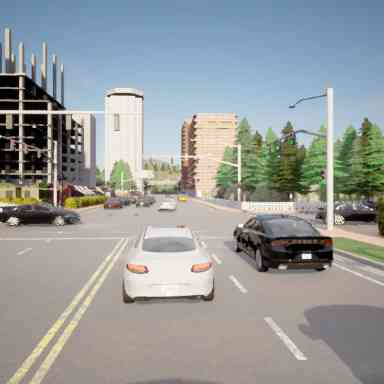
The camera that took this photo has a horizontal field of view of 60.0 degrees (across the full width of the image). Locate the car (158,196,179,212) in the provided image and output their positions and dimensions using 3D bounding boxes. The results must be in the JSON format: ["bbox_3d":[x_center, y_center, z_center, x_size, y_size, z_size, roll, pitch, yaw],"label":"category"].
[{"bbox_3d":[-2.869,1.525,39.591,1.812,1.442,4.674,0,0,1],"label":"car"}]

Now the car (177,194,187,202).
[{"bbox_3d":[-2.117,1.470,76.939,1.882,1.535,5.008,0,0,-4],"label":"car"}]

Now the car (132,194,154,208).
[{"bbox_3d":[-7.187,1.491,48.852,2.128,1.511,4.902,0,0,-4],"label":"car"}]

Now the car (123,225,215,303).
[{"bbox_3d":[-0.590,1.526,8.129,1.812,1.442,4.674,0,0,-5],"label":"car"}]

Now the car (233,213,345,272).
[{"bbox_3d":[2.674,1.478,10.868,1.882,1.535,5.008,0,0,-5],"label":"car"}]

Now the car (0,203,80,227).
[{"bbox_3d":[-9.955,1.505,22.016,4.892,1.490,1.837,0,0,-3],"label":"car"}]

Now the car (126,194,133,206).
[{"bbox_3d":[-11.000,1.477,53.105,1.882,1.535,5.008,0,0,-4],"label":"car"}]

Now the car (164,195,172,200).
[{"bbox_3d":[-6.303,1.379,86.233,1.994,1.385,4.181,0,0,-4],"label":"car"}]

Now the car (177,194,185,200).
[{"bbox_3d":[-2.812,1.304,86.487,1.882,1.535,5.008,0,0,-4],"label":"car"}]

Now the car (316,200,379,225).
[{"bbox_3d":[11.098,1.491,23.016,4.902,1.511,2.128,0,0,-3],"label":"car"}]

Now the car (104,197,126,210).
[{"bbox_3d":[-10.332,1.478,43.779,1.882,1.535,5.008,0,0,-4],"label":"car"}]
